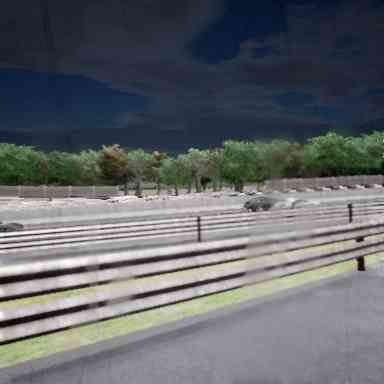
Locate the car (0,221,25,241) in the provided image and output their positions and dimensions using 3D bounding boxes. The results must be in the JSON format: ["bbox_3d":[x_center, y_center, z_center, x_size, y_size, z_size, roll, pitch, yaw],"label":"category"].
[{"bbox_3d":[-13.375,2.366,21.167,4.892,1.490,1.837,-3,1,-20],"label":"car"}]

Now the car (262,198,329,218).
[{"bbox_3d":[8.095,1.439,25.346,4.718,1.301,1.895,-3,1,-20],"label":"car"}]

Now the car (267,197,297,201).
[{"bbox_3d":[9.385,1.209,29.550,4.674,1.442,1.812,-3,1,-20],"label":"car"}]

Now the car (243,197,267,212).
[{"bbox_3d":[7.333,1.203,32.524,4.892,1.490,1.837,-3,1,-20],"label":"car"}]
